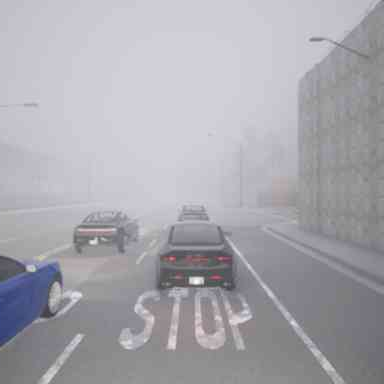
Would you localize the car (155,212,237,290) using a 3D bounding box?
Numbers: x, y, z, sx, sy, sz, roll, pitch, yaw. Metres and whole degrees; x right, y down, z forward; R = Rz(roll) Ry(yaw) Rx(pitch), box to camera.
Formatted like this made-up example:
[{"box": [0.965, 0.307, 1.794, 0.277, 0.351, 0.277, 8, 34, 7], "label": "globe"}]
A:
[{"box": [0.091, 1.539, 9.145, 1.837, 1.490, 4.892, 0, 0, 0], "label": "car"}]

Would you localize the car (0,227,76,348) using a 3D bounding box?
[{"box": [-3.405, 1.494, 4.447, 1.882, 1.535, 5.008, 0, 0, 0], "label": "car"}]

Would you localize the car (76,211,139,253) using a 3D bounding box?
[{"box": [-3.414, 1.541, 13.940, 2.128, 1.511, 4.902, 0, 0, 0], "label": "car"}]

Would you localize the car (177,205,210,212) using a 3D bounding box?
[{"box": [0.080, 1.565, 20.908, 2.128, 1.511, 4.902, 0, 0, 0], "label": "car"}]
